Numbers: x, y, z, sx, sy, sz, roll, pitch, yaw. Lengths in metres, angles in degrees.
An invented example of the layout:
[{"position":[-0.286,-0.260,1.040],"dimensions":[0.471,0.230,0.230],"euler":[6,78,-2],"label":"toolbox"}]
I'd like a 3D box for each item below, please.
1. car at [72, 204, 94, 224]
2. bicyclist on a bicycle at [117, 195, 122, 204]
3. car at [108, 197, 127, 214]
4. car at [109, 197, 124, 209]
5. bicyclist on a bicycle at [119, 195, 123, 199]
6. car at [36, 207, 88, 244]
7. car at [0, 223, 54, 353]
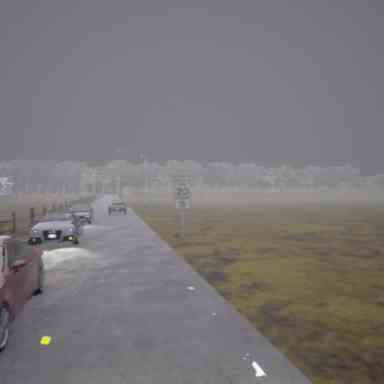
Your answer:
[{"position":[-8.715,1.659,26.172],"dimensions":[2.033,1.411,5.357],"euler":[-1,0,-13],"label":"car"},{"position":[-13.569,1.365,62.544],"dimensions":[0.866,1.612,1.509],"euler":[-1,1,-13],"label":"bicyclist on a bicycle"},{"position":[-7.997,1.525,35.747],"dimensions":[2.128,1.511,4.902],"euler":[-1,1,-13],"label":"car"},{"position":[-10.610,1.502,46.716],"dimensions":[1.837,1.490,4.892],"euler":[-1,0,-13],"label":"car"},{"position":[-11.508,1.326,53.781],"dimensions":[0.659,1.776,1.843],"euler":[-1,1,-13],"label":"bicyclist on a bicycle"},{"position":[-6.290,1.663,15.818],"dimensions":[1.994,1.385,4.181],"euler":[-1,0,-13],"label":"car"},{"position":[-3.961,1.607,6.099],"dimensions":[1.812,1.442,4.674],"euler":[-1,0,-14],"label":"car"}]
